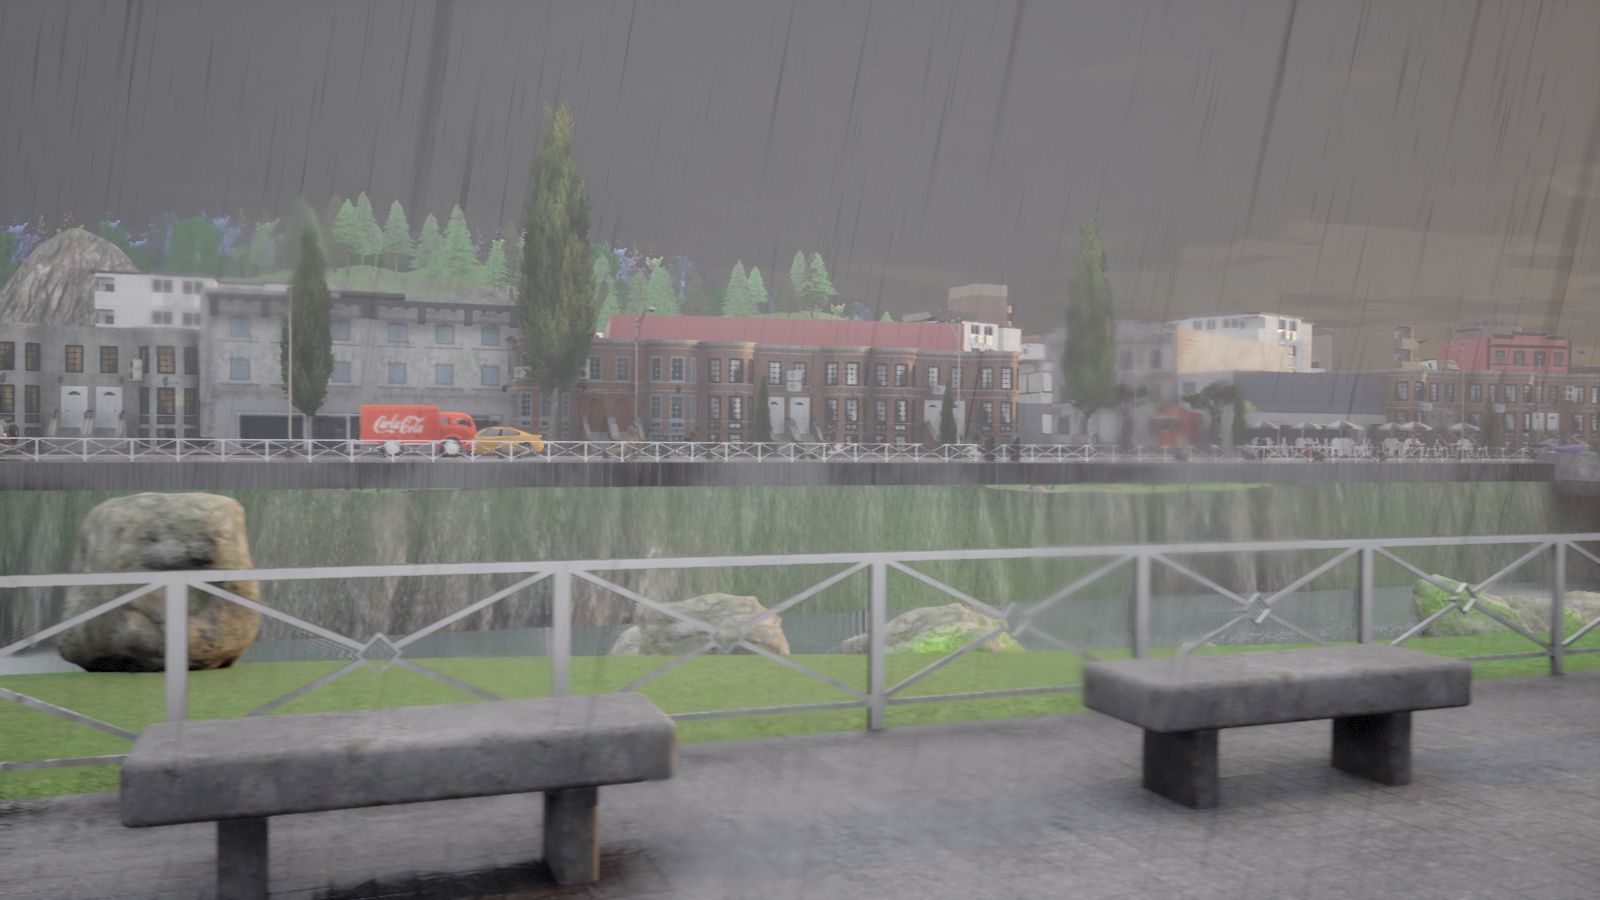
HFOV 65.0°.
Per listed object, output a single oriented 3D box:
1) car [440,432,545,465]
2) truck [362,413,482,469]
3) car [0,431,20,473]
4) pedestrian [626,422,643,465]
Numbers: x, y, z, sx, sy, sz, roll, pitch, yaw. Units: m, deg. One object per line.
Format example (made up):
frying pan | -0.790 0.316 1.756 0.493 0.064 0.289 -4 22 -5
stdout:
car | -15.616 -0.093 63.792 5.008 1.535 1.882 -1 1 -21
truck | -17.688 -0.454 58.721 5.204 2.467 2.627 -1 1 -21
car | -37.399 0.116 55.513 4.605 1.855 1.932 -1 1 -21
pedestrian | -7.159 -0.297 54.244 0.694 1.848 0.540 -1 1 -9
